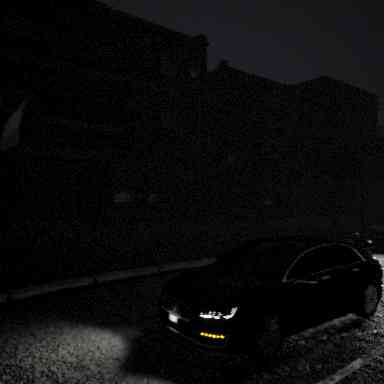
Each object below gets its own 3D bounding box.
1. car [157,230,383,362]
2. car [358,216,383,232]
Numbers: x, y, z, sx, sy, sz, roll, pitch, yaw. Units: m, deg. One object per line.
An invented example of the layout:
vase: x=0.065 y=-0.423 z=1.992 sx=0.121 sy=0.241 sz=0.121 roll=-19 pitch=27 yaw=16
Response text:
car: x=1.694 y=1.595 z=6.125 sx=4.892 sy=1.490 sz=1.837 roll=2 pitch=-1 yaw=-37
car: x=9.394 y=1.858 z=15.533 sx=4.674 sy=1.442 sz=1.812 roll=2 pitch=-1 yaw=-38
